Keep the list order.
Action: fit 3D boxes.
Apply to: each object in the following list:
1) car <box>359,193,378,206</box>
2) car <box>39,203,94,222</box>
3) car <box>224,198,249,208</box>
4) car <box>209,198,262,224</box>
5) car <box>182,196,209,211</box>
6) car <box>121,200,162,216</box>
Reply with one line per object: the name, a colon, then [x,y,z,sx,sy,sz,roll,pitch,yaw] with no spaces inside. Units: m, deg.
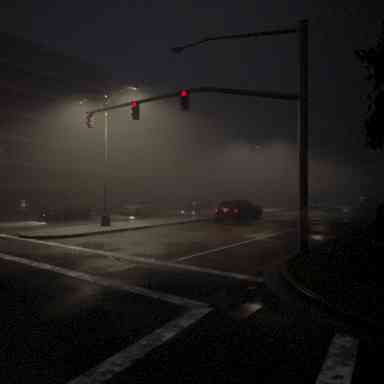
car: [28.732,1.221,54.038,2.150,2.045,5.566,0,0,36]
car: [-9.941,1.564,26.585,1.994,1.385,4.181,0,0,36]
car: [6.616,1.564,49.394,1.994,1.385,4.181,0,0,35]
car: [3.629,1.352,25.372,2.097,1.767,4.553,0,0,36]
car: [0.779,1.352,41.364,2.097,1.767,4.553,0,0,36]
car: [-4.951,1.523,33.467,1.812,1.442,4.674,0,0,36]
